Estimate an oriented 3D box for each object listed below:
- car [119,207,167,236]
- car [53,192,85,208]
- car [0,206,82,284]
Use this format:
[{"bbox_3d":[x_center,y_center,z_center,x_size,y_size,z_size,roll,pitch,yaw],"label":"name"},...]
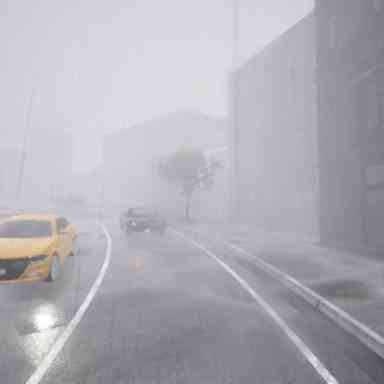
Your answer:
[{"bbox_3d":[-2.734,1.460,17.561,1.895,1.301,4.718,1,0,-18],"label":"car"},{"bbox_3d":[-13.300,0.742,35.892,2.097,1.767,4.553,3,0,-40],"label":"car"},{"bbox_3d":[-4.552,1.395,9.517,1.882,1.535,5.008,1,1,-11],"label":"car"}]
